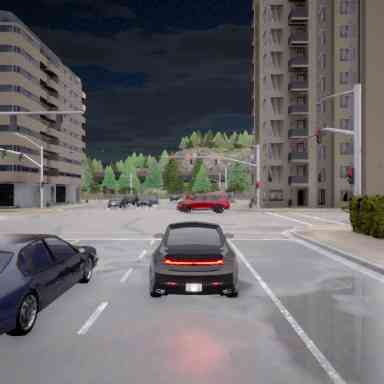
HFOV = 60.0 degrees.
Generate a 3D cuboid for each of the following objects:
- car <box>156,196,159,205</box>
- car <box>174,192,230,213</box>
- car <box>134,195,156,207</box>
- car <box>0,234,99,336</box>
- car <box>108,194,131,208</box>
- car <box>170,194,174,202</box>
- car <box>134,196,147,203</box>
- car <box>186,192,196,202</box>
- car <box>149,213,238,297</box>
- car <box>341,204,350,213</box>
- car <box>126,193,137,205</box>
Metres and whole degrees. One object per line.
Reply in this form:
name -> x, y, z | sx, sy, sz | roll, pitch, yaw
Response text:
car -> -7.177, 1.352, 59.524 | 2.097, 1.767, 4.553 | 0, 0, 0
car -> 1.205, 1.217, 34.796 | 5.566, 2.045, 2.150 | -1, 0, 1
car -> -7.167, 1.564, 50.946 | 1.994, 1.385, 4.181 | 0, 0, 0
car -> -3.462, 1.547, 6.598 | 2.033, 1.411, 5.357 | 0, 0, 0
car -> -10.671, 1.491, 47.589 | 2.128, 1.511, 4.902 | 0, 0, 0
car -> -3.634, 1.194, 72.985 | 2.097, 1.767, 4.553 | 0, 0, 0
car -> -10.626, 1.562, 68.779 | 1.994, 1.385, 4.181 | 0, 0, 0
car -> -0.134, 1.064, 73.052 | 2.150, 2.045, 5.566 | 0, 0, 0
car -> 0.048, 1.505, 8.528 | 1.837, 1.490, 4.892 | 0, 0, 0
car -> 18.131, 1.477, 34.656 | 5.008, 1.535, 1.882 | 0, 0, 0
car -> -10.679, 1.221, 57.455 | 2.150, 2.045, 5.566 | 0, 0, 0
